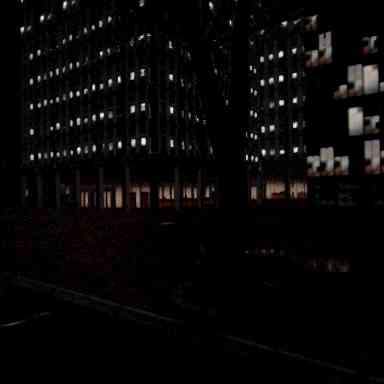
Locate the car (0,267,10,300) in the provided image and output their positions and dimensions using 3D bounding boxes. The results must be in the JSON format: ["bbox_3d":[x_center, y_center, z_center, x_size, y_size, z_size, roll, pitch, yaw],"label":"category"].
[{"bbox_3d":[-5.644,1.529,6.914,4.829,1.417,1.752,0,-1,36],"label":"car"}]
